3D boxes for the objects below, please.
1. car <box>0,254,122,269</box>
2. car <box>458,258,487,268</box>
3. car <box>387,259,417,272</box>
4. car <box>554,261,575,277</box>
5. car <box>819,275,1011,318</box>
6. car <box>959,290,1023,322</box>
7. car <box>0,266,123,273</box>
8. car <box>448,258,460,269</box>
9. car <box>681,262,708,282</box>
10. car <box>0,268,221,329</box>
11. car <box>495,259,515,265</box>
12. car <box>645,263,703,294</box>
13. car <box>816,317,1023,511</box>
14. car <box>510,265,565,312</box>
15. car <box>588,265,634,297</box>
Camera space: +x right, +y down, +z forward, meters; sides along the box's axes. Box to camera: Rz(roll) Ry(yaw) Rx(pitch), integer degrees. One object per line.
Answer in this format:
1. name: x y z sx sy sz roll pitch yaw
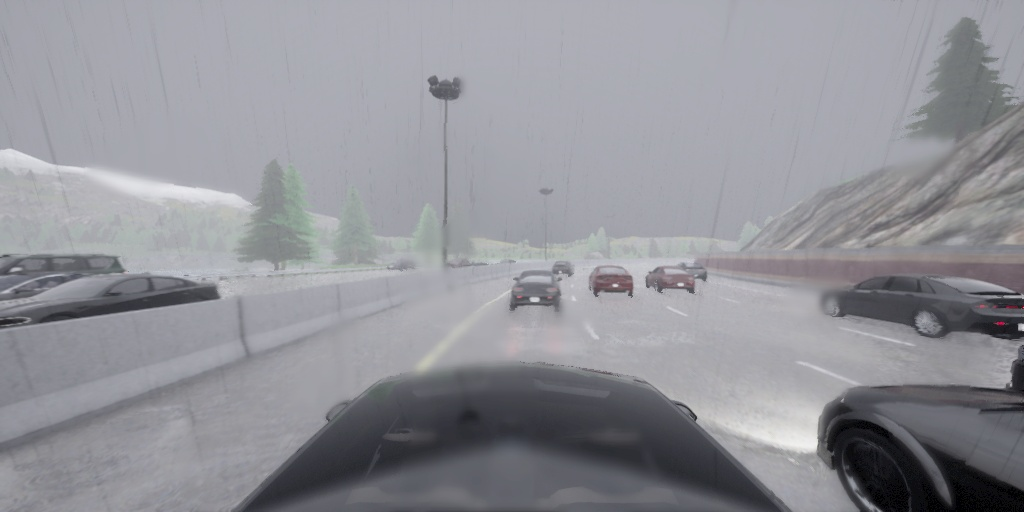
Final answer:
1. car: -16.958 0.932 12.437 2.150 2.045 5.566 0 0 5
2. car: -5.295 1.308 50.059 1.895 1.301 4.718 0 0 19
3. car: -14.009 1.184 45.845 2.128 1.511 4.902 0 0 17
4. car: 5.147 1.242 35.855 1.837 1.490 4.892 0 0 15
5. car: 11.131 1.270 10.049 1.837 1.490 4.892 0 0 5
6. car: 7.188 1.255 2.461 2.128 1.511 4.902 0 0 1
7. car: -13.609 1.210 10.175 2.128 1.511 4.902 0 0 5
8. car: -7.899 1.054 53.082 2.097 1.767 4.553 0 0 20
9. car: 14.190 1.250 28.882 2.128 1.511 4.902 0 0 13
10. car: -10.183 1.203 9.138 1.882 1.535 5.008 0 0 4
11. car: -0.875 1.221 51.913 1.837 1.490 4.892 0 0 21
12. car: 8.904 1.280 20.430 1.812 1.442 4.674 0 0 9
13. car: 3.667 1.321 1.414 1.994 1.385 4.181 0 0 1
14. car: 1.001 1.269 14.124 1.812 1.442 4.674 0 0 6
15. car: 5.184 1.226 19.201 1.882 1.535 5.008 0 0 8
